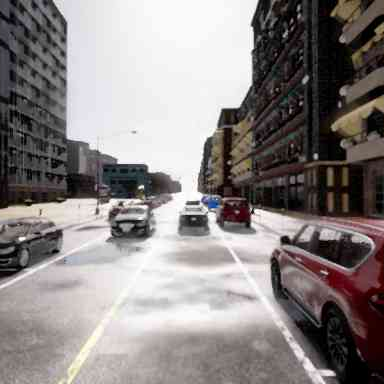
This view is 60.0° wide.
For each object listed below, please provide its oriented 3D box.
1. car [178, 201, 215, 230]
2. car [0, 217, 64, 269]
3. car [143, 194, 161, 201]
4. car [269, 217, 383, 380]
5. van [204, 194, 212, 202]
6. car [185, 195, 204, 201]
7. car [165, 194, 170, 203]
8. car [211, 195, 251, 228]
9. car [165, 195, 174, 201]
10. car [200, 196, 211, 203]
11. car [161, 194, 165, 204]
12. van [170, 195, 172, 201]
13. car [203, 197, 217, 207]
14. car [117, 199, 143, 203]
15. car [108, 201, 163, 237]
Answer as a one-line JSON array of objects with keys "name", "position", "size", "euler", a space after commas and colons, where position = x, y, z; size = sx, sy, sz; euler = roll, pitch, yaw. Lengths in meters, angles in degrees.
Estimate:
[{"name": "car", "position": [0.100, 1.536, 21.031], "size": [2.033, 1.411, 5.357], "euler": [0, 0, 0]}, {"name": "car", "position": [-5.681, 1.547, 11.010], "size": [2.008, 1.369, 4.403], "euler": [1, 0, 0]}, {"name": "car", "position": [-5.653, 1.405, 44.885], "size": [1.967, 1.590, 4.097], "euler": [1, 0, 0]}, {"name": "car", "position": [2.703, 1.314, 5.392], "size": [2.192, 1.841, 5.009], "euler": [1, 0, 0]}, {"name": "van", "position": [2.702, 1.313, 39.270], "size": [1.690, 1.788, 3.998], "euler": [1, 0, 0]}, {"name": "car", "position": [0.099, 1.459, 42.810], "size": [2.128, 1.511, 4.902], "euler": [0, 0, 0]}, {"name": "car", "position": [-5.648, 1.483, 61.822], "size": [1.887, 1.381, 4.507], "euler": [1, 0, 0]}, {"name": "car", "position": [2.702, 1.303, 22.331], "size": [2.192, 1.841, 5.009], "euler": [1, 0, 0]}, {"name": "car", "position": [-5.649, 1.436, 84.406], "size": [1.887, 1.381, 4.507], "euler": [1, 0, 0]}, {"name": "car", "position": [2.699, 1.493, 67.502], "size": [1.947, 1.339, 4.313], "euler": [1, 0, 0]}, {"name": "car", "position": [-5.647, 1.397, 50.531], "size": [1.967, 1.590, 4.097], "euler": [1, 0, 0]}, {"name": "van", "position": [-5.646, 1.269, 67.468], "size": [1.690, 1.788, 3.998], "euler": [1, 0, 0]}, {"name": "car", "position": [2.699, 1.502, 50.564], "size": [1.887, 1.381, 4.507], "euler": [1, 0, 0]}, {"name": "car", "position": [-5.683, 1.424, 27.947], "size": [1.967, 1.590, 4.097], "euler": [1, 0, 0]}, {"name": "car", "position": [-3.025, 1.484, 17.906], "size": [2.128, 1.511, 4.902], "euler": [0, 0, 1]}]
